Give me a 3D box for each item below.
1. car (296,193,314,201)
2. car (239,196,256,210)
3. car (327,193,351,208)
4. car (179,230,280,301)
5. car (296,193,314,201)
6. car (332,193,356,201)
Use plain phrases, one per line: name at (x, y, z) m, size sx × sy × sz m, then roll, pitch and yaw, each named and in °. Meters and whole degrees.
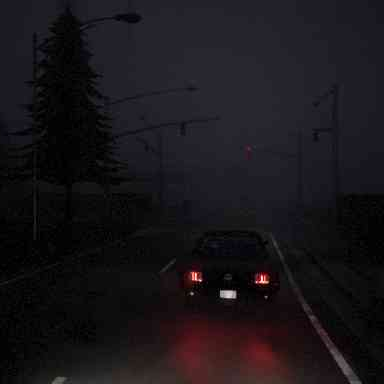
car at (26.063, 1.361, 76.823) m, size 3.806 × 1.475 × 1.970 m, roll 0°, pitch 0°, yaw 10°
car at (7.181, 1.352, 43.278) m, size 2.097 × 1.767 × 4.553 m, roll 0°, pitch 0°, yaw 10°
car at (20.193, 1.331, 43.072) m, size 5.027 × 1.636 × 2.152 m, roll 0°, pitch 0°, yaw 10°
car at (0.980, 1.601, 8.337) m, size 1.895 × 1.301 × 4.718 m, roll 0°, pitch 0°, yaw 8°
car at (27.239, 1.077, 79.992) m, size 3.866 × 1.878 × 1.905 m, roll 0°, pitch 0°, yaw 10°
car at (34.421, 1.097, 75.395) m, size 4.605 × 1.855 × 1.932 m, roll 0°, pitch 0°, yaw 10°
